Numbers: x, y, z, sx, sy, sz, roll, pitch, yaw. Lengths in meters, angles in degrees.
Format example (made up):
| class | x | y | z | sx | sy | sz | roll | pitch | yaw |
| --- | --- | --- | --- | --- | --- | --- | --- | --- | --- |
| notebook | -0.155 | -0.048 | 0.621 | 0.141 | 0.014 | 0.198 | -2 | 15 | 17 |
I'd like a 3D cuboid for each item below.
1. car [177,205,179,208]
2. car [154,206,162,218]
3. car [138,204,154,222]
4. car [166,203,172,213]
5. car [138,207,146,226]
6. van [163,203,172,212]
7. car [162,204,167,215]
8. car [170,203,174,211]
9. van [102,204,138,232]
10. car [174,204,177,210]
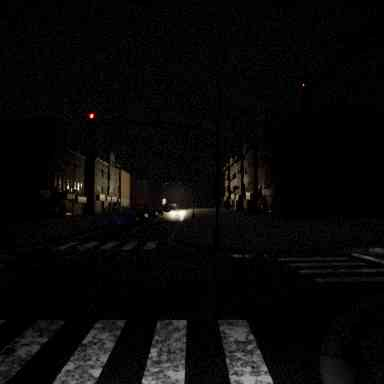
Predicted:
| class | x | y | z | sx | sy | sz | roll | pitch | yaw |
| --- | --- | --- | --- | --- | --- | --- | --- | --- | --- |
| car | -5.556 | 4.041 | 90.880 | 2.192 | 1.841 | 5.009 | 1 | -2 | 0 |
| car | -5.442 | 2.666 | 43.287 | 1.887 | 1.381 | 4.507 | 2 | -2 | 0 |
| car | -5.409 | 2.120 | 32.718 | 2.192 | 1.841 | 5.009 | 2 | -2 | 0 |
| car | -5.495 | 3.344 | 64.438 | 1.887 | 1.381 | 4.507 | 1 | -2 | 0 |
| car | -5.404 | 2.211 | 27.728 | 2.008 | 1.369 | 4.403 | 2 | -2 | 0 |
| van | -5.517 | 3.501 | 75.019 | 1.690 | 1.788 | 3.998 | 1 | -2 | 0 |
| car | -5.470 | 3.035 | 53.862 | 1.802 | 1.307 | 4.206 | 2 | -2 | 0 |
| car | -5.506 | 3.419 | 69.728 | 1.967 | 1.590 | 4.097 | 1 | -2 | 0 |
| van | -5.390 | 1.905 | 24.415 | 1.690 | 1.788 | 3.998 | 2 | -2 | 0 |
| car | -5.548 | 4.086 | 85.586 | 2.008 | 1.369 | 4.403 | 1 | -2 | 0 |
